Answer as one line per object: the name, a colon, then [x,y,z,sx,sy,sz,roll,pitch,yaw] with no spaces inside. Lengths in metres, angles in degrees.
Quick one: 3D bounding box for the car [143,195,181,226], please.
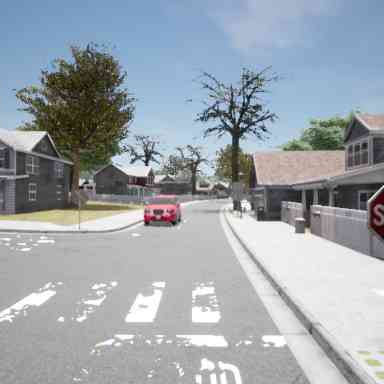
car: [-2.010,1.265,24.015,2.150,2.045,5.566,0,0,3]
